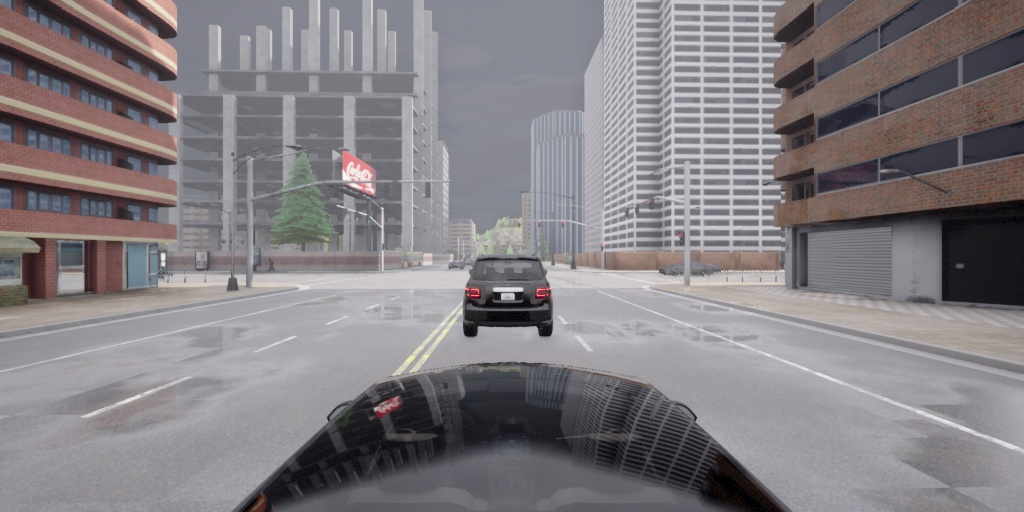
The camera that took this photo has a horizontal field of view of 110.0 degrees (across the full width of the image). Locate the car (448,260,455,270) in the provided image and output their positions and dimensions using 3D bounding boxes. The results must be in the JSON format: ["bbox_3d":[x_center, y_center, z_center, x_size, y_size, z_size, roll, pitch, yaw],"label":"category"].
[{"bbox_3d":[-8.077,1.313,52.202,1.994,1.385,4.181,0,0,-1],"label":"car"}]

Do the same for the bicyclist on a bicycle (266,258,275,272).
[{"bbox_3d":[-28.675,1.051,42.574,0.582,1.620,1.656,0,0,-1],"label":"bicyclist on a bicycle"}]

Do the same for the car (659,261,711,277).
[{"bbox_3d":[16.752,1.314,35.413,4.181,1.385,1.994,0,0,-2],"label":"car"}]

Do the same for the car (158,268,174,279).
[{"bbox_3d":[-32.177,1.297,30.499,5.357,1.411,2.033,0,0,-1],"label":"car"}]

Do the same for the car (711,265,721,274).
[{"bbox_3d":[19.680,1.297,39.006,5.357,1.411,2.033,0,0,-1],"label":"car"}]

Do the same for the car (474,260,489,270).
[{"bbox_3d":[-4.625,1.351,54.738,1.895,1.301,4.718,0,0,-1],"label":"car"}]

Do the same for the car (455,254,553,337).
[{"bbox_3d":[-0.114,0.971,10.431,2.150,2.045,5.566,0,0,-1],"label":"car"}]
